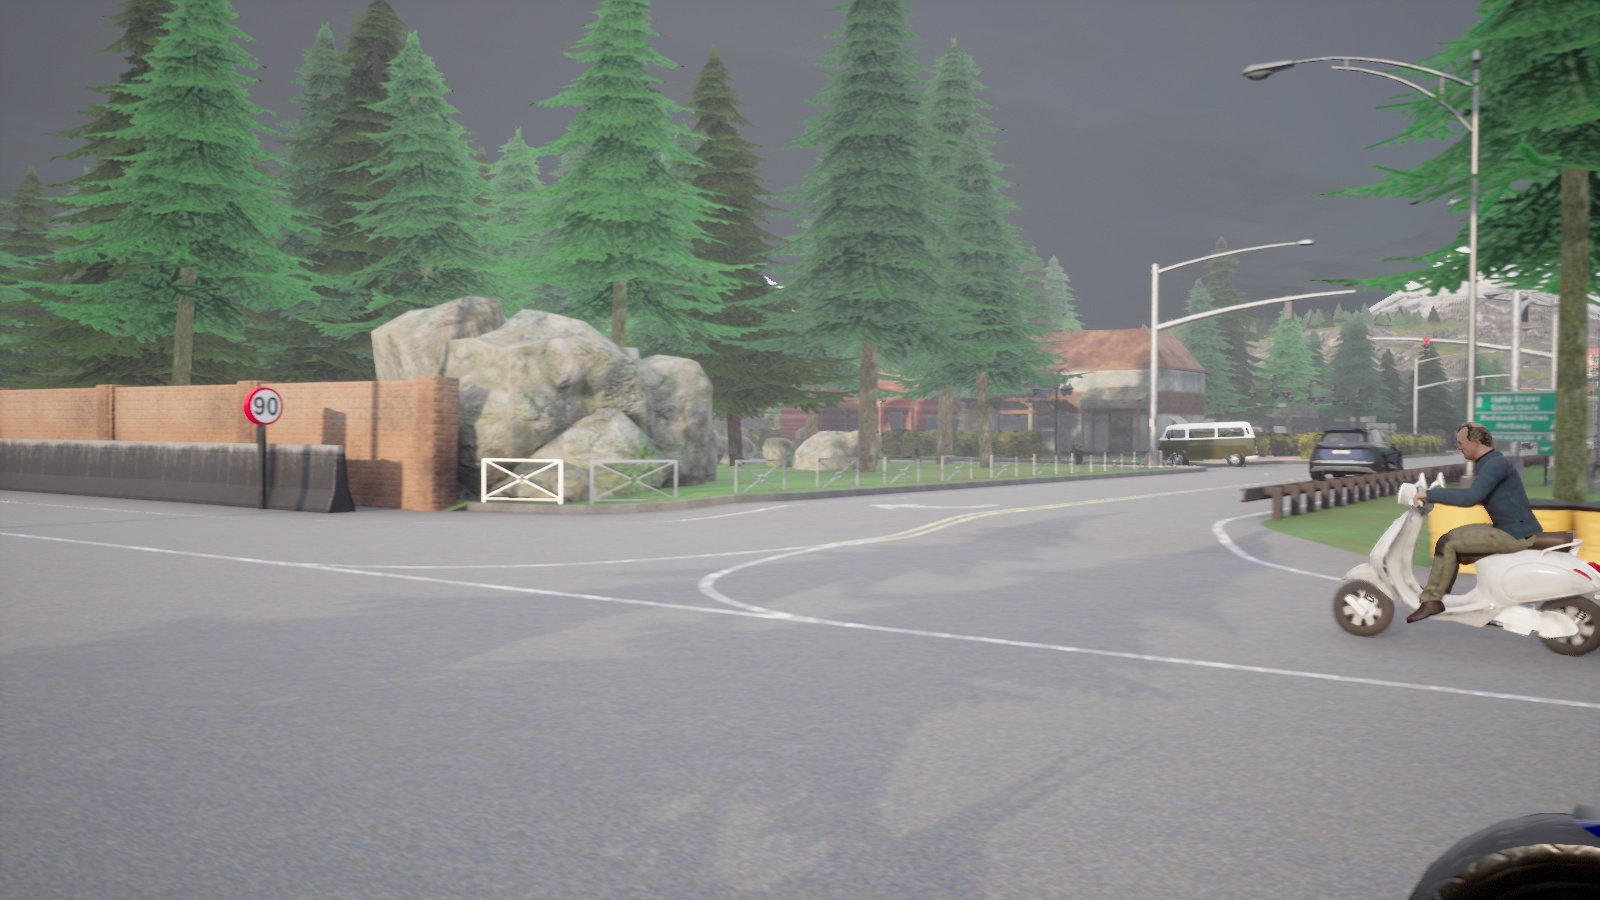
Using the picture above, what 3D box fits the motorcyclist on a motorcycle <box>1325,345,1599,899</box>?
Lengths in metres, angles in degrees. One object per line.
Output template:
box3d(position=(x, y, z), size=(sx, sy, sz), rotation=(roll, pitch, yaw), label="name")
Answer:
box3d(position=(2.230, 0.632, 2.141), size=(2.350, 1.649, 0.766), rotation=(0, 1, 34), label="motorcyclist on a motorcycle")

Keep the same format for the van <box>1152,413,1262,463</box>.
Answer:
box3d(position=(18.430, -0.553, 56.859), size=(4.480, 2.038, 2.069), rotation=(-2, 1, 23), label="van")

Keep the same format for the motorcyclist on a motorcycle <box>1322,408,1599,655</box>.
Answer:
box3d(position=(4.752, 0.521, 8.876), size=(1.817, 1.590, 0.866), rotation=(0, 1, 34), label="motorcyclist on a motorcycle")

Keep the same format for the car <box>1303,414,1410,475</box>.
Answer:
box3d(position=(16.358, -0.185, 36.788), size=(2.033, 1.649, 4.856), rotation=(0, 1, 34), label="car")
